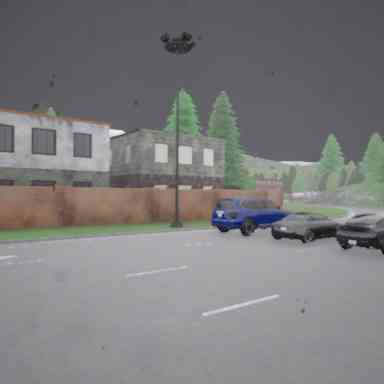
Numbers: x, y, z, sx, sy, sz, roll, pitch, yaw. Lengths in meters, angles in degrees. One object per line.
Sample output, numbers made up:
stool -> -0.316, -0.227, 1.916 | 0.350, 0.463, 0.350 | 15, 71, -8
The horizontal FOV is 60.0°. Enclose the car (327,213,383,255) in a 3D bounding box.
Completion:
car -> 7.984, 1.643, 13.865 | 4.892, 1.490, 1.837 | 0, 0, -35

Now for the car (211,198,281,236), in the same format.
car -> 3.669, 1.349, 19.390 | 5.566, 2.045, 2.150 | 0, 0, -35

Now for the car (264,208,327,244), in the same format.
car -> 5.916, 1.699, 16.690 | 4.181, 1.385, 1.994 | 1, 0, -35
